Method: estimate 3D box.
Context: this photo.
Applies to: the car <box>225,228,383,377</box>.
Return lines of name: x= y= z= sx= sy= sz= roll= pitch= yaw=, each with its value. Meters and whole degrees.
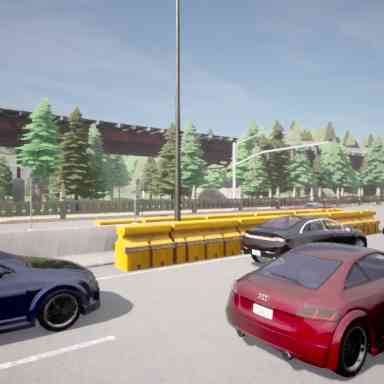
car: x=2.583 y=1.563 z=5.603 sx=4.181 sy=1.385 sz=1.994 roll=0 pitch=0 yaw=-35

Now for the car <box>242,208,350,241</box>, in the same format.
car: x=3.773 y=1.490 z=10.750 sx=4.902 sy=1.511 sz=2.128 roll=0 pitch=0 yaw=-36

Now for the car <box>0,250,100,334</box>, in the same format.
car: x=-3.684 y=1.564 z=5.415 sx=4.181 sy=1.385 sz=1.994 roll=0 pitch=0 yaw=-36

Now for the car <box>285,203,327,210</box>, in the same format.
car: x=10.004 y=1.598 z=28.364 sx=4.718 sy=1.301 sz=1.895 roll=0 pitch=0 yaw=-36
